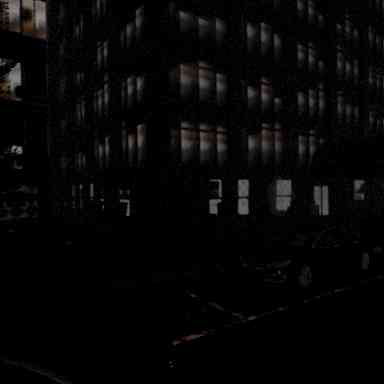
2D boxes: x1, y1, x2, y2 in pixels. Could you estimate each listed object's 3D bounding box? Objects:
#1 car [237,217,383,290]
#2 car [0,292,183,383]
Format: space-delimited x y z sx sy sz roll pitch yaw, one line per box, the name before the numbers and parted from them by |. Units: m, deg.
car | 3.119 1.497 8.789 4.403 1.369 2.008 -1 0 -35
car | -2.319 1.498 1.730 4.902 1.511 2.128 0 0 -35
